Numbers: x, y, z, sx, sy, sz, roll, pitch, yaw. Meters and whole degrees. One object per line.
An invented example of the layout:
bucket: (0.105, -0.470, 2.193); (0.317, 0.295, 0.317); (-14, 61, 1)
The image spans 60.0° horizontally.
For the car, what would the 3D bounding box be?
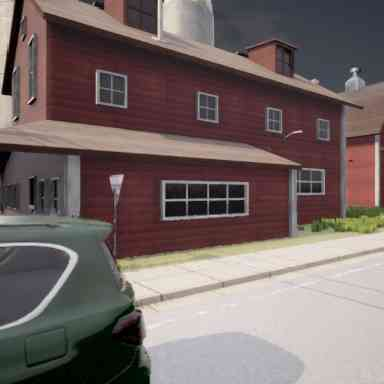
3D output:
car: (-2.906, 1.221, 1.796); (5.566, 2.045, 2.150); (0, 0, -37)
